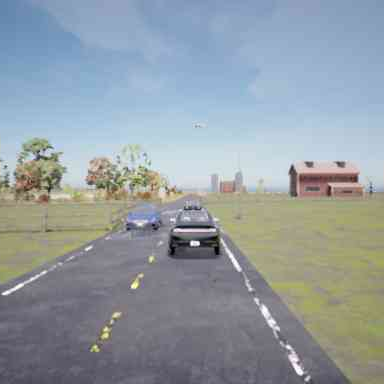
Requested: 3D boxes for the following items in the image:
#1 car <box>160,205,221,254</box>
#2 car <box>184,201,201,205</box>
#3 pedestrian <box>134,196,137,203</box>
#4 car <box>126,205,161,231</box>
[{"bbox_3d":[0.098,1.499,13.493,2.128,1.511,4.902,0,0,0],"label":"car"},{"bbox_3d":[0.094,1.622,35.684,1.895,1.301,4.718,0,0,0],"label":"car"},{"bbox_3d":[-12.168,1.464,72.075,0.375,1.860,0.375,0,1,0],"label":"pedestrian"},{"bbox_3d":[-2.862,1.537,20.697,1.812,1.442,4.674,0,0,0],"label":"car"}]
